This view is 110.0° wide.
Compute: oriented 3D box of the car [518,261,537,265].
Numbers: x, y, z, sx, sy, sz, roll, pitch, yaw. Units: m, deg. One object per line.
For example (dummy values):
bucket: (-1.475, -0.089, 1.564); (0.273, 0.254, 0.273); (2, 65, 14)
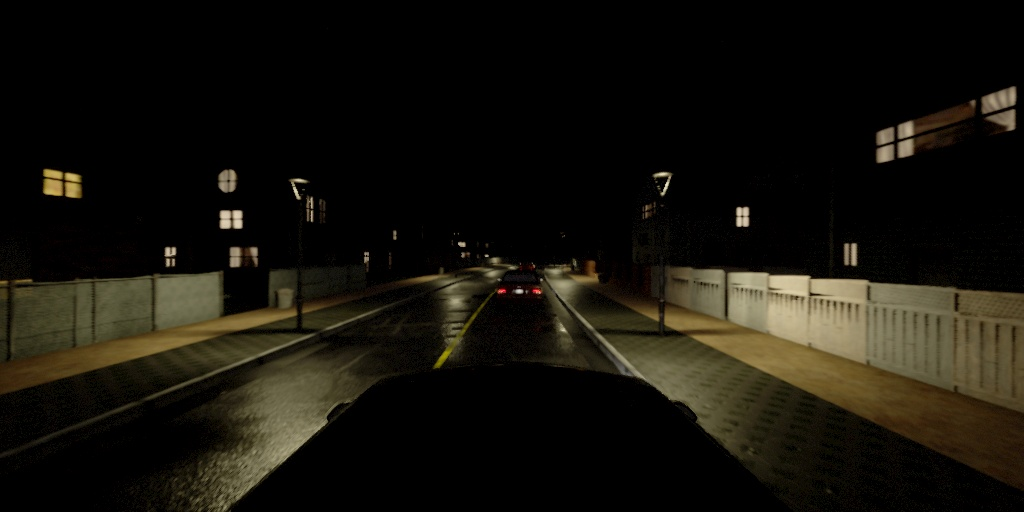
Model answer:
car: (1.536, 1.232, 36.745); (1.812, 1.442, 4.674); (0, 0, 4)

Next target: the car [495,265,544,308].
car: (0.336, 1.281, 14.961); (2.033, 1.411, 5.357); (0, 0, 2)
